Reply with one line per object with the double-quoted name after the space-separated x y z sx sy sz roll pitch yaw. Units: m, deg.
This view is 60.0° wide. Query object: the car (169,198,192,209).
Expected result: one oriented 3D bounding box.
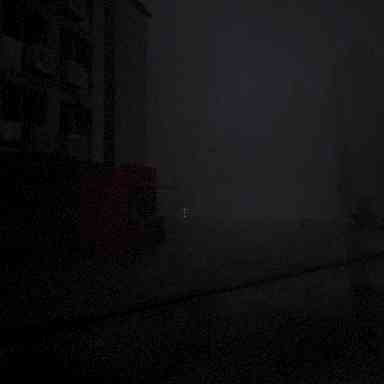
-1.614 1.584 47.683 1.812 1.442 4.674 0 0 -36 "car"
